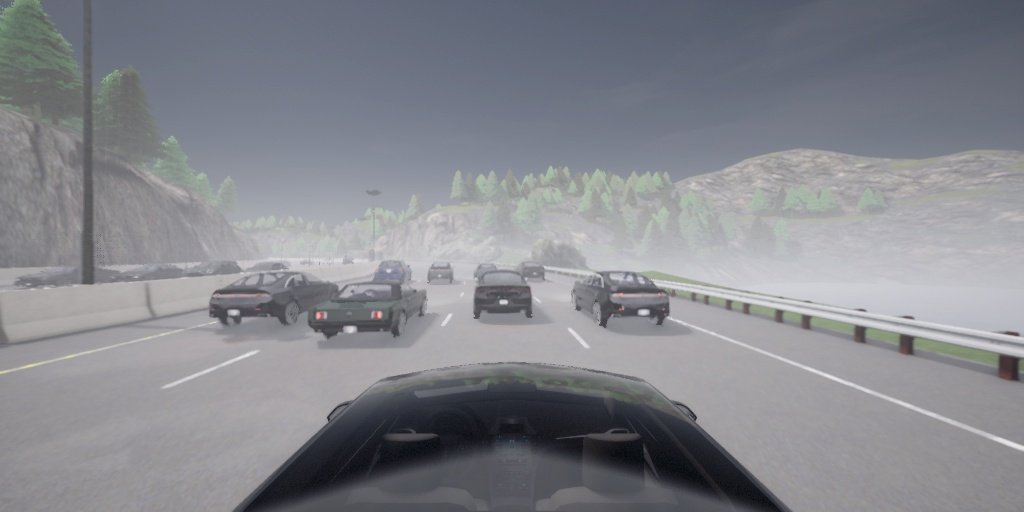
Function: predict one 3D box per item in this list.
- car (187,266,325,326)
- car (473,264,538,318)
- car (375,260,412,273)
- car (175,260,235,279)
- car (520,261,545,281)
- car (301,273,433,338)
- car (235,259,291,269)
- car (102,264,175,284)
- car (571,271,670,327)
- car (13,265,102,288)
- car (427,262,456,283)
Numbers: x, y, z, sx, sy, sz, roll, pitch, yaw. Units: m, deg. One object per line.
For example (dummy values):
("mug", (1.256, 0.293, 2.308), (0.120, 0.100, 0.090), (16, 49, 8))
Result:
("car", (-7.311, 1.245, 11.675), (2.128, 1.511, 4.902), (0, 0, -3))
("car", (-0.381, 1.209, 13.044), (1.882, 1.535, 5.008), (0, 0, -3))
("car", (-8.891, 1.083, 27.129), (2.097, 1.767, 4.553), (0, 0, -8))
("car", (-23.395, 1.122, 28.185), (2.097, 1.767, 4.553), (0, 0, -9))
("car", (1.380, 1.175, 29.540), (1.882, 1.535, 5.008), (0, 0, -8))
("car", (-3.708, 1.347, 10.215), (1.895, 1.301, 4.718), (0, 0, -3))
("car", (-20.030, 1.264, 29.330), (1.837, 1.490, 4.892), (0, 0, -10))
("car", (-26.683, 1.330, 26.818), (2.033, 1.411, 5.357), (0, 0, -9))
("car", (3.208, 1.215, 11.488), (2.128, 1.511, 4.902), (0, 0, -3))
("car", (-29.870, 1.343, 24.494), (2.033, 1.411, 5.357), (0, 0, -8))
("car", (-5.420, 1.212, 27.604), (2.128, 1.511, 4.902), (0, 0, -8))
